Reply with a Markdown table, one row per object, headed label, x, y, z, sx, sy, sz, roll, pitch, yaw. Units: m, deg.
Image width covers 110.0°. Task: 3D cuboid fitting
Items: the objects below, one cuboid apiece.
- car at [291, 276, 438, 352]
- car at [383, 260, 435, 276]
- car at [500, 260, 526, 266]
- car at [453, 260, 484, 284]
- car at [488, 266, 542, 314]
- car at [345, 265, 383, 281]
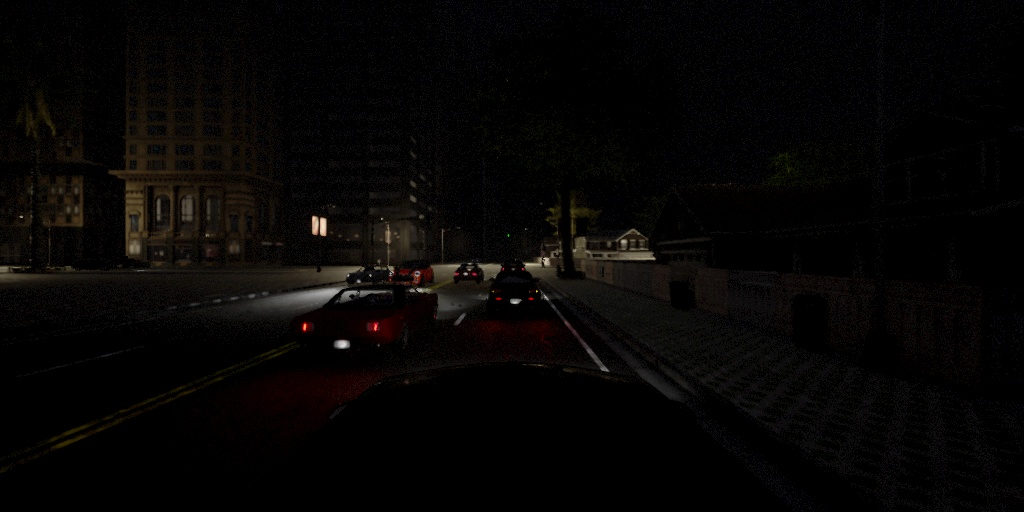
| label | x | y | z | sx | sy | sz | roll | pitch | yaw |
| --- | --- | --- | --- | --- | --- | --- | --- | --- | --- |
| car | -3.150 | 1.344 | 8.874 | 1.895 | 1.301 | 4.718 | 0 | 0 | 0 |
| car | -6.578 | 1.080 | 23.843 | 2.097 | 1.767 | 4.553 | 0 | 0 | 0 |
| car | 0.101 | 1.074 | 29.648 | 2.097 | 1.767 | 4.553 | 0 | 0 | 0 |
| car | -3.149 | 1.272 | 26.782 | 2.033 | 1.411 | 5.357 | 0 | 0 | 0 |
| car | 0.087 | 1.264 | 13.680 | 1.812 | 1.442 | 4.674 | 0 | 0 | 0 |
| car | -9.825 | 1.327 | 25.237 | 1.895 | 1.301 | 4.718 | 0 | 0 | 0 |
